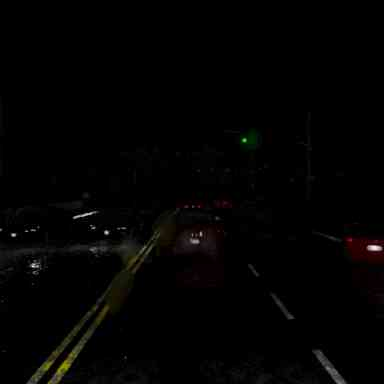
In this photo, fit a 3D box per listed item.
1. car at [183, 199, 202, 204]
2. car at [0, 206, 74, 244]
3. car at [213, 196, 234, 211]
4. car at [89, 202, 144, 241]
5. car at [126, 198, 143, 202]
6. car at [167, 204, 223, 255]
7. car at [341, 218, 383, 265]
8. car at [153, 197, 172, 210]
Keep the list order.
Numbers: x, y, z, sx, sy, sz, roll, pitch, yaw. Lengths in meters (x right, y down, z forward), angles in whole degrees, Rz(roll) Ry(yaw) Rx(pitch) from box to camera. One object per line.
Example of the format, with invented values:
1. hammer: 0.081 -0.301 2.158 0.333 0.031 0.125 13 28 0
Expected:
1. car: 0.093 1.458 34.540 2.033 1.411 5.357 0 0 0
2. car: -7.103 1.464 15.669 1.837 1.490 4.892 0 0 0
3. car: 3.618 1.251 38.975 2.097 1.767 4.553 0 0 0
4. car: -3.604 1.462 16.453 1.837 1.490 4.892 0 0 0
5. car: -7.019 1.459 40.559 1.994 1.385 4.181 0 0 1
6. car: 0.096 1.443 13.236 1.882 1.535 5.008 0 0 0
7. car: 6.338 1.530 10.929 1.994 1.385 4.181 -1 0 37
8. car: -3.523 1.373 40.401 1.882 1.535 5.008 0 0 0
